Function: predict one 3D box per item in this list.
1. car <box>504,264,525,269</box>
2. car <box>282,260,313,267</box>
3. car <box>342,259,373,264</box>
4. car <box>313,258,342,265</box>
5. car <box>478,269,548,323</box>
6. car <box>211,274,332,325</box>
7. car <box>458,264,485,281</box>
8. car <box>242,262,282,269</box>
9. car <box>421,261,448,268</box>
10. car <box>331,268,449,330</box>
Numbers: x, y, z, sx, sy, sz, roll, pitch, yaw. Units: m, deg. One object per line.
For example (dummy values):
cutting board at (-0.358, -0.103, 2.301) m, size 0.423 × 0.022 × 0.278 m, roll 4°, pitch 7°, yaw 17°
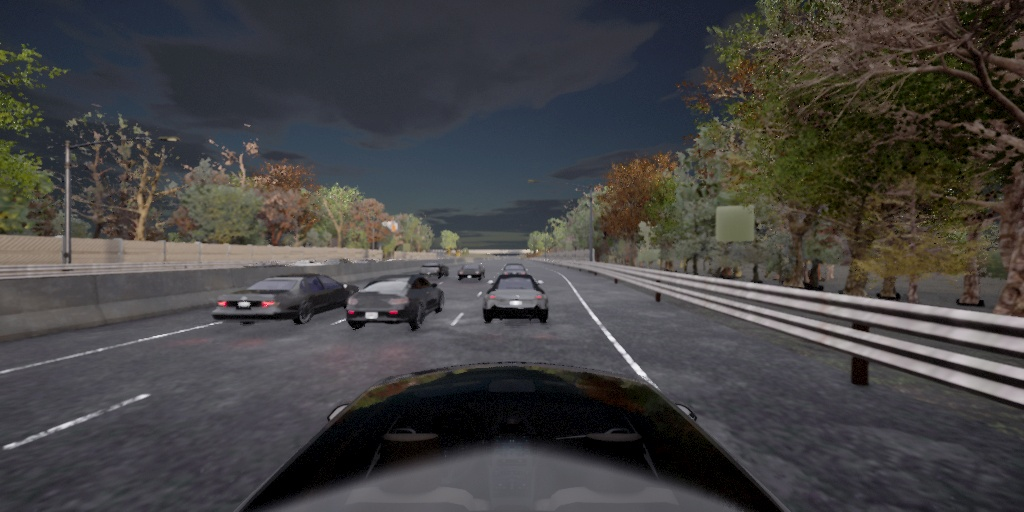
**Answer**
car at (0.176, 1.277, 26.733) m, size 2.033 × 1.411 × 5.357 m, roll 0°, pitch 0°, yaw 0°
car at (-24.437, 1.251, 42.262) m, size 1.812 × 1.442 × 4.674 m, roll 0°, pitch 0°, yaw 0°
car at (-17.441, 1.273, 42.210) m, size 2.033 × 1.411 × 5.357 m, roll 0°, pitch 0°, yaw 0°
car at (-20.935, 1.077, 42.427) m, size 2.097 × 1.767 × 4.553 m, roll 0°, pitch 0°, yaw 0°
car at (0.120, 1.304, 12.168) m, size 1.994 × 1.385 × 4.181 m, roll 0°, pitch 0°, yaw 0°
car at (-6.880, 1.288, 11.749) m, size 2.033 × 1.411 × 5.357 m, roll 0°, pitch 0°, yaw 0°
car at (-3.303, 1.328, 30.170) m, size 1.895 × 1.301 × 4.718 m, roll 0°, pitch 0°, yaw 0°
car at (-27.861, 1.327, 40.261) m, size 1.895 × 1.301 × 4.718 m, roll 0°, pitch 0°, yaw -1°
car at (-6.796, 1.218, 31.731) m, size 2.128 × 1.511 × 4.902 m, roll 0°, pitch 0°, yaw 0°
car at (-3.385, 1.266, 11.015) m, size 1.812 × 1.442 × 4.674 m, roll 0°, pitch 0°, yaw 1°
